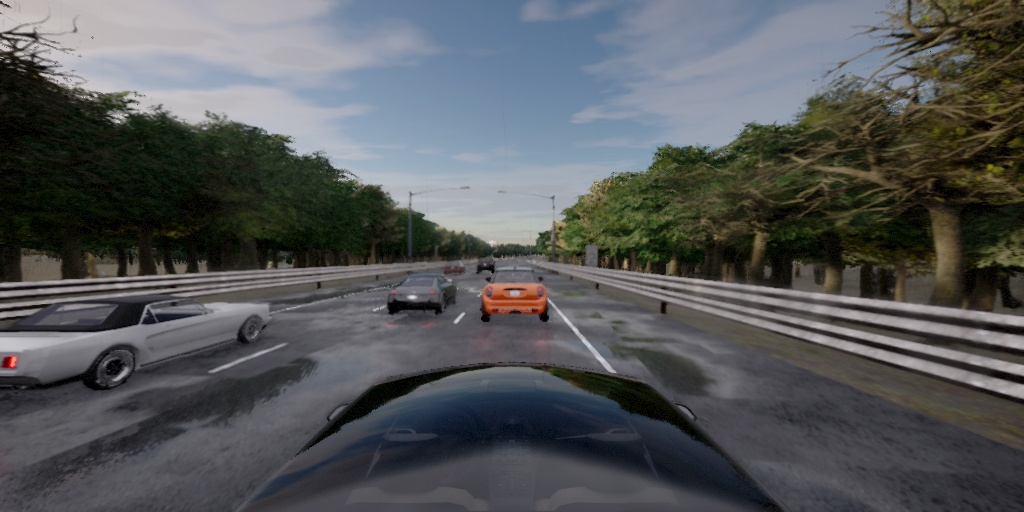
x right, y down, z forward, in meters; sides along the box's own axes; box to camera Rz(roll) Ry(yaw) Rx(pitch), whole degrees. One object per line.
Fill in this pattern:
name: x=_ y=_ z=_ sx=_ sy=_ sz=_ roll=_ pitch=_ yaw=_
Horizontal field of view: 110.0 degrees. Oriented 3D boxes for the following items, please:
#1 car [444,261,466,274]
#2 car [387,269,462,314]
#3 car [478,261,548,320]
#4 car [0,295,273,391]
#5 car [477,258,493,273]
car: x=-6.904 y=1.366 z=43.896 sx=2.097 sy=1.767 sz=4.553 roll=0 pitch=0 yaw=0
car: x=-3.404 y=1.393 z=14.270 sx=1.994 sy=1.385 sz=4.181 roll=0 pitch=0 yaw=0
car: x=0.096 y=1.173 z=13.047 sx=2.097 sy=1.767 sz=4.553 roll=0 pitch=0 yaw=0
car: x=-6.909 y=1.383 z=6.802 sx=1.895 sy=1.301 sz=4.718 roll=0 pitch=0 yaw=0
car: x=-3.404 y=1.264 z=48.022 sx=2.150 sy=2.045 sz=5.566 roll=0 pitch=0 yaw=0
